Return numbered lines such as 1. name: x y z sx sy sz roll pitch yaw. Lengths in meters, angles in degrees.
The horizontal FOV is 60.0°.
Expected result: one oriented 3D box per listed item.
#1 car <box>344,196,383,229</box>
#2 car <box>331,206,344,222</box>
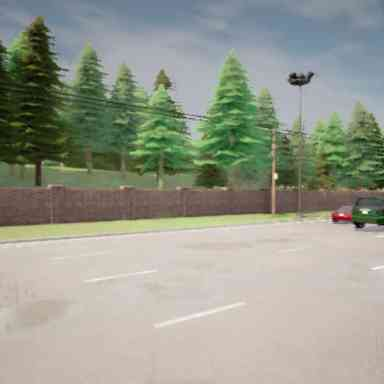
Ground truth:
1. car: 12.382 1.296 21.173 5.566 2.045 2.150 0 0 -35
2. car: 12.650 1.647 25.663 4.181 1.385 1.994 0 0 -35
